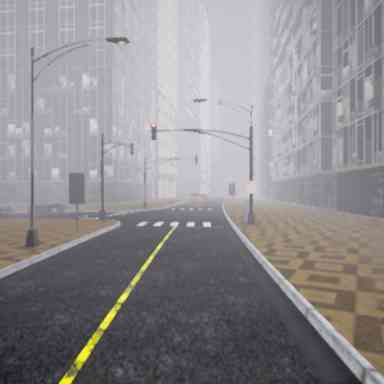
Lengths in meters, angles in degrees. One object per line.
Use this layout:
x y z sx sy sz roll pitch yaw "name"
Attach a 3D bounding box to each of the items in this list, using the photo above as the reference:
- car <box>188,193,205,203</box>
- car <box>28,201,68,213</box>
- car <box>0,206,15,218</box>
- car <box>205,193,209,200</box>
0.505 0.976 58.138 2.097 1.767 4.553 0 0 7 "car"
-15.934 1.639 36.849 4.403 1.369 2.008 -1 1 11 "car"
-17.487 1.645 28.615 4.403 1.369 2.008 -1 1 11 "car"
2.566 1.006 73.225 1.837 1.490 4.892 0 0 8 "car"
